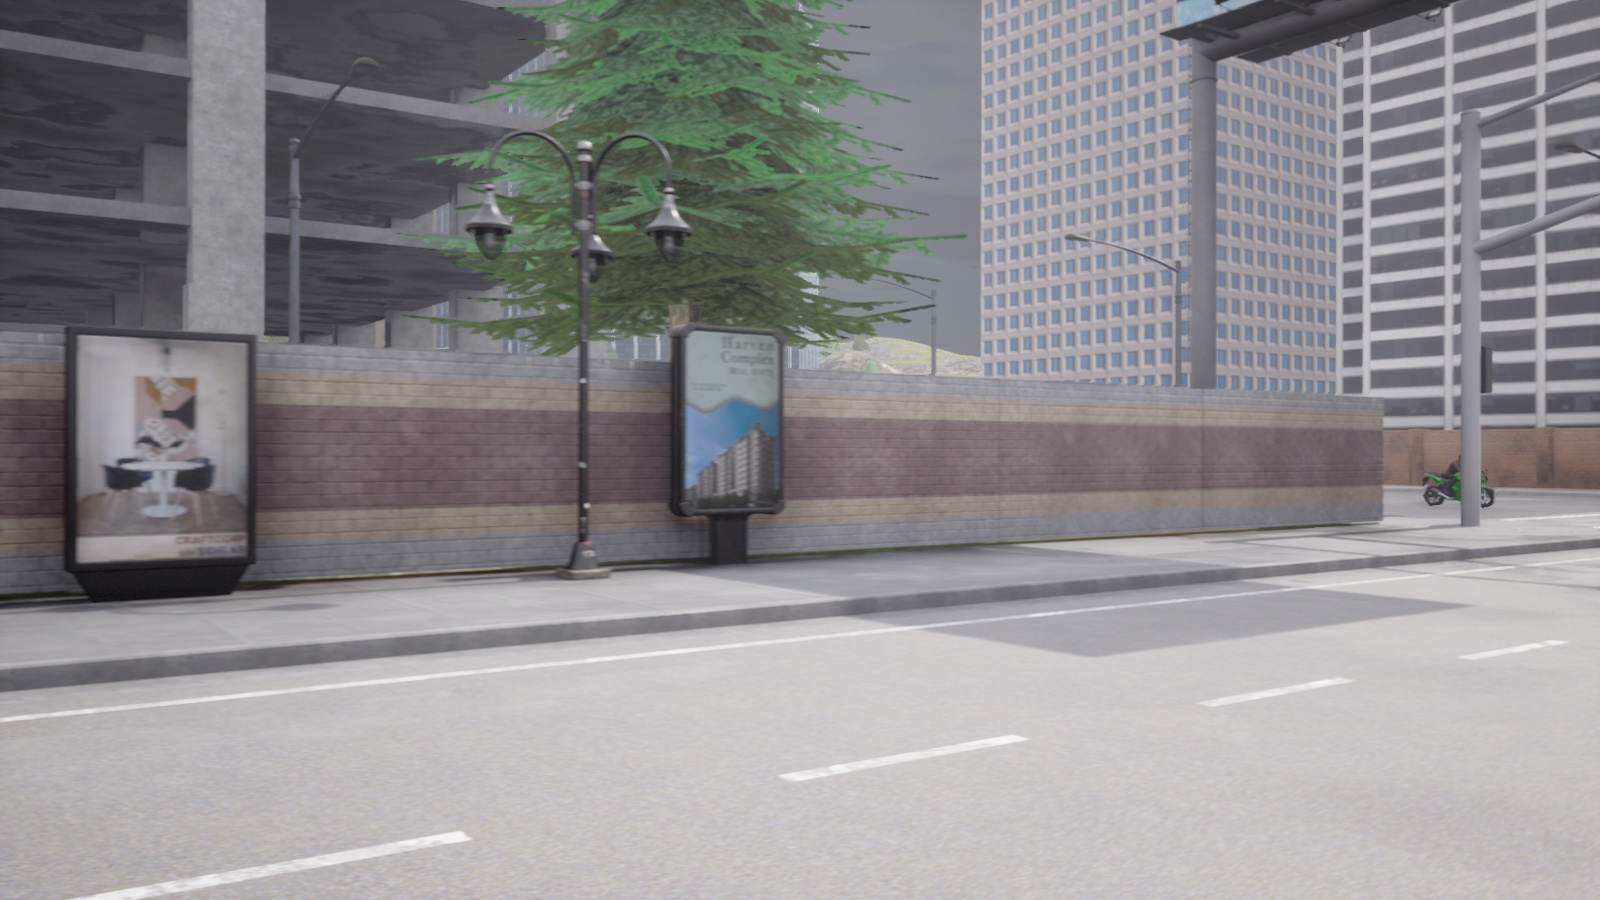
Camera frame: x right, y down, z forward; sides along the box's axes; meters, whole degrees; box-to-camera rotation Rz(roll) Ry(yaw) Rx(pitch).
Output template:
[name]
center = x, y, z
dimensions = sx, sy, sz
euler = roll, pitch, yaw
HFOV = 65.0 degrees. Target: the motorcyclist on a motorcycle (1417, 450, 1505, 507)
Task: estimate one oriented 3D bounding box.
[motorcyclist on a motorcycle]
center = 18.442, 0.774, 35.080
dimensions = 0.797, 1.523, 2.044
euler = 0, 0, -35
